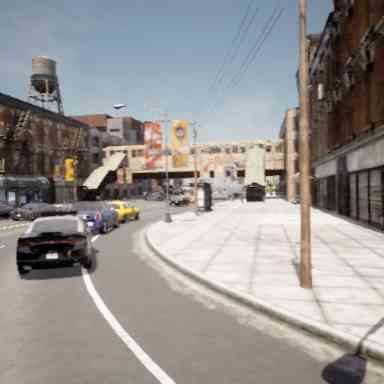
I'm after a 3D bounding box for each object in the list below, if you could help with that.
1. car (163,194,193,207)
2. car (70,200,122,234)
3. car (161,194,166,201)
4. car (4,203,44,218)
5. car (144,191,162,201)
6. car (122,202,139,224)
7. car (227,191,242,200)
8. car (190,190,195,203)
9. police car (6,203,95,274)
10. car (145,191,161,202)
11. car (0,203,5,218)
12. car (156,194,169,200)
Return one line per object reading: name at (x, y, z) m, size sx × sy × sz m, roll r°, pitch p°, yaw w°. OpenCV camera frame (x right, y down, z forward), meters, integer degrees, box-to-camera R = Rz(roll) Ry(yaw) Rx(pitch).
car at (-1.851, 1.331, 46.395) m, size 1.895 × 1.301 × 4.718 m, roll -1°, pitch 0°, yaw 18°
car at (-5.602, 1.308, 18.907) m, size 2.097 × 1.767 × 4.553 m, roll -1°, pitch 0°, yaw -1°
car at (-3.948, 1.175, 66.926) m, size 2.033 × 1.411 × 5.357 m, roll -1°, pitch 0°, yaw 13°
car at (-12.801, 1.572, 27.294) m, size 1.994 × 1.385 × 4.181 m, roll -1°, pitch 0°, yaw 10°
car at (-8.789, 0.879, 75.205) m, size 2.435 × 2.045 × 5.566 m, roll -1°, pitch 0°, yaw 12°
car at (-5.280, 1.375, 24.069) m, size 1.801 × 1.575 × 5.366 m, roll -1°, pitch 0°, yaw 8°
car at (11.596, 0.745, 89.688) m, size 2.231 × 1.521 × 4.892 m, roll -1°, pitch 0°, yaw 22°
car at (0.821, 0.978, 56.935) m, size 2.097 × 1.767 × 4.553 m, roll -1°, pitch 0°, yaw 13°
police car at (-4.312, 1.414, 10.911) m, size 1.930 × 1.638 × 5.238 m, roll -1°, pitch 0°, yaw -17°
car at (-7.541, 1.040, 66.933) m, size 2.097 × 1.767 × 4.553 m, roll -1°, pitch 0°, yaw 13°
car at (-16.292, 1.622, 27.499) m, size 1.994 × 1.385 × 4.181 m, roll -1°, pitch 0°, yaw 9°
car at (-7.196, 1.176, 82.430) m, size 1.895 × 1.301 × 4.718 m, roll -1°, pitch 0°, yaw 12°
